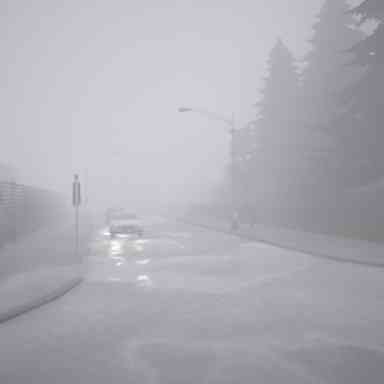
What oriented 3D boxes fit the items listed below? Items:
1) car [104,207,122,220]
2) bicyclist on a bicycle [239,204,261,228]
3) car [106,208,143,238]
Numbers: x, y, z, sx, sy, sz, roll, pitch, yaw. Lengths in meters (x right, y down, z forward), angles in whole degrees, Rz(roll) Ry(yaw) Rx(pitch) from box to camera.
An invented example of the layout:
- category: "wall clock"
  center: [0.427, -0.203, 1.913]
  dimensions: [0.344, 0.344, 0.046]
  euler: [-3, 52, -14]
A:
- category: "car"
  center: [-7.034, 2.173, 30.762]
  dimensions: [2.128, 1.511, 4.902]
  euler: [-1, -1, -16]
- category: "bicyclist on a bicycle"
  center: [3.964, 1.671, 22.806]
  dimensions: [1.656, 1.620, 0.582]
  euler: [-1, -1, -16]
- category: "car"
  center: [-4.245, 1.984, 21.046]
  dimensions: [1.812, 1.442, 4.674]
  euler: [-1, -1, -16]
